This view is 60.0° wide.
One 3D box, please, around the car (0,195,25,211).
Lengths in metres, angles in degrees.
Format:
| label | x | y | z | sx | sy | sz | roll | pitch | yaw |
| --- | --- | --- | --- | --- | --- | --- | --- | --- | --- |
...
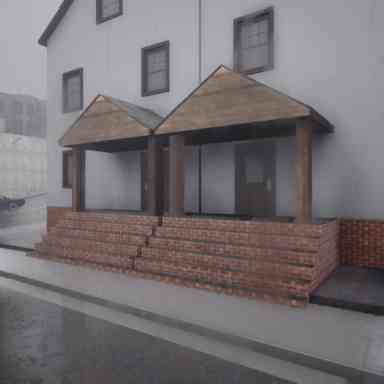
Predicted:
| label | x | y | z | sx | sy | sz | roll | pitch | yaw |
| --- | --- | --- | --- | --- | --- | --- | --- | --- | --- |
| car | -15.508 | 1.012 | 25.414 | 1.895 | 1.301 | 4.718 | 0 | 6 | 35 |
